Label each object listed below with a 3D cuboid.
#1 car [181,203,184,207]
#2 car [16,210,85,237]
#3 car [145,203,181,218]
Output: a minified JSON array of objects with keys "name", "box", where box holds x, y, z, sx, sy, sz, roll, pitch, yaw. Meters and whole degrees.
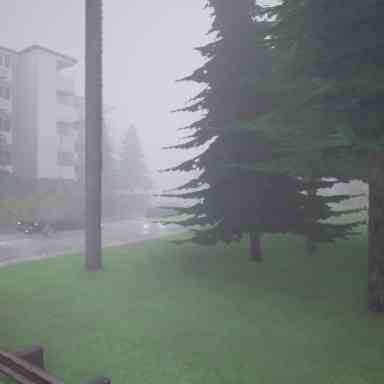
[{"name":"car","box":[-2.716,1.772,51.545,1.895,1.301,4.718,0,0,-17]},{"name":"car","box":[-7.744,1.775,19.645,1.895,1.301,4.718,0,0,29]},{"name":"car","box":[-2.854,1.651,31.630,1.882,1.535,5.008,0,0,13]}]
